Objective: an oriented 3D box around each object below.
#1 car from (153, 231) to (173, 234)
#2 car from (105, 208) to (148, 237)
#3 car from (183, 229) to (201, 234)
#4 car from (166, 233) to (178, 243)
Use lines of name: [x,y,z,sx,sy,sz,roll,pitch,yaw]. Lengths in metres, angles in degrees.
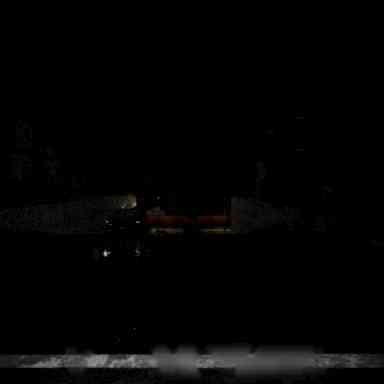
car: [-3.661,5.437,40.228,1.837,1.490,4.892,0,-11,0]
car: [-3.532,1.626,18.545,1.882,1.535,5.008,0,-4,-3]
car: [0.034,4.791,36.309,1.895,1.301,4.718,0,-11,0]
car: [-3.632,8.411,61.148,1.882,1.535,5.008,-1,-5,0]
